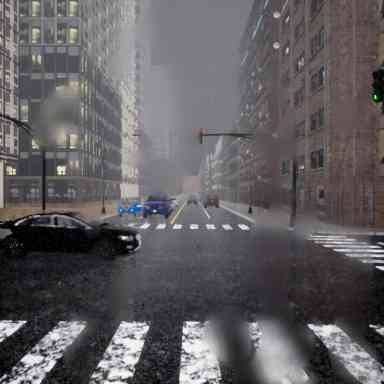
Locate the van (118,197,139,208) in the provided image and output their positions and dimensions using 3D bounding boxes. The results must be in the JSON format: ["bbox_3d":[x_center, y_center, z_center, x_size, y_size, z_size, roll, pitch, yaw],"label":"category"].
[{"bbox_3d":[-5.661,1.347,30.584,1.690,1.788,3.998,0,0,0],"label":"van"}]

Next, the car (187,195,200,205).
[{"bbox_3d":[0.061,1.623,60.104,1.895,1.301,4.718,0,0,0],"label":"car"}]

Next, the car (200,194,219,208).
[{"bbox_3d":[2.734,1.329,47.231,2.192,1.841,5.009,0,0,0],"label":"car"}]

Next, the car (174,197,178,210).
[{"bbox_3d":[-3.059,1.611,39.963,1.895,1.301,4.718,0,0,0],"label":"car"}]

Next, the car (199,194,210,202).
[{"bbox_3d":[2.760,1.348,74.985,2.192,1.841,5.009,0,0,0],"label":"car"}]

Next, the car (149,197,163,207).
[{"bbox_3d":[-5.641,1.543,52.618,1.752,1.417,4.829,0,0,0],"label":"car"}]

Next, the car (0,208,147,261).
[{"bbox_3d":[-4.256,1.441,11.502,4.902,1.511,2.128,1,0,0],"label":"car"}]

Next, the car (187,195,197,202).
[{"bbox_3d":[0.069,1.419,70.080,2.033,1.411,5.357,0,0,0],"label":"car"}]

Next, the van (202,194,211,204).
[{"bbox_3d":[2.750,1.366,63.883,1.690,1.788,3.998,0,0,0],"label":"van"}]

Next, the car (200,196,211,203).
[{"bbox_3d":[2.756,1.580,69.433,2.008,1.369,4.403,0,0,0],"label":"car"}]

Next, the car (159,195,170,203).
[{"bbox_3d":[-5.625,1.469,69.440,1.967,1.590,4.097,0,0,0],"label":"car"}]

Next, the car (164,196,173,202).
[{"bbox_3d":[-5.614,1.589,80.543,2.008,1.369,4.403,0,0,0],"label":"car"}]

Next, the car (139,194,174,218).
[{"bbox_3d":[-3.079,1.227,30.254,2.150,2.045,5.566,0,0,0],"label":"car"}]
